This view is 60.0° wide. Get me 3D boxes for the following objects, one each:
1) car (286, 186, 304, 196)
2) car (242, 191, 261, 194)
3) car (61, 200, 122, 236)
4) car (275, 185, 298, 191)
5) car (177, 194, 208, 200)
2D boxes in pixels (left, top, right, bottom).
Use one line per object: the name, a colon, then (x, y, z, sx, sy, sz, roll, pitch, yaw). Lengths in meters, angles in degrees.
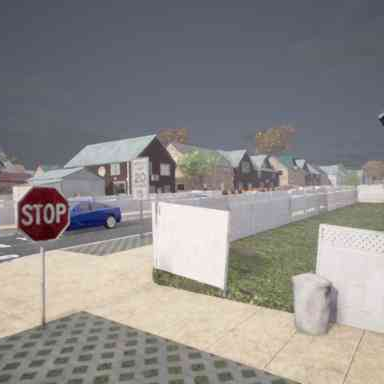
car: (12.911, 0.440, 37.912, 2.033, 1.411, 5.357, -1, 1, 35)
car: (5.753, 0.651, 32.833, 1.882, 1.535, 5.008, -1, 1, 35)
car: (-5.741, 1.188, 16.442, 1.882, 1.535, 5.008, -1, 1, 34)
car: (11.722, 0.119, 41.266, 2.150, 2.045, 5.566, -1, 1, 36)
car: (-0.066, 0.922, 24.573, 1.882, 1.535, 5.008, -1, 1, 35)
